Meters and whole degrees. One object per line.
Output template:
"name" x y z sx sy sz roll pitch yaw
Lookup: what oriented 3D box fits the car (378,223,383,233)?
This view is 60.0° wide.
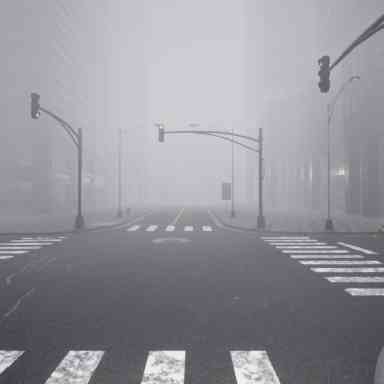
"car" 11.754 1.564 16.231 4.829 1.417 1.752 0 -1 0
